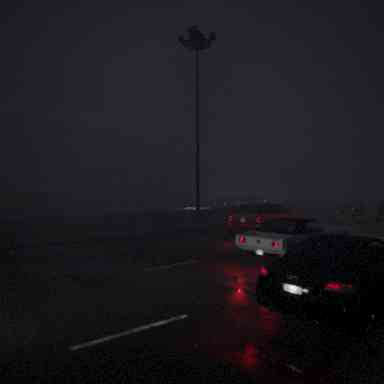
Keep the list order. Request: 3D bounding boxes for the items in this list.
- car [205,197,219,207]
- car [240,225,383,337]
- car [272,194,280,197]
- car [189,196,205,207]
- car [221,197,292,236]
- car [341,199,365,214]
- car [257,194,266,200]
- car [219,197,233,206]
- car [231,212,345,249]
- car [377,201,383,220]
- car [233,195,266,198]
[{"bbox_3d":[4.096,1.442,48.686,2.128,1.511,4.902,0,0,22],"label":"car"},{"bbox_3d":[3.170,1.545,6.724,4.181,1.385,1.994,0,0,-40],"label":"car"},{"bbox_3d":[19.806,1.306,78.209,1.882,1.535,5.008,0,0,14],"label":"car"},{"bbox_3d":[1.112,1.468,50.581,1.837,1.490,4.892,0,0,22],"label":"car"},{"bbox_3d":[3.858,1.323,16.937,2.097,1.767,4.553,0,0,45],"label":"car"},{"bbox_3d":[16.397,1.422,33.701,1.812,1.442,4.674,0,0,29],"label":"car"},{"bbox_3d":[17.467,1.323,83.176,1.994,1.385,4.181,0,0,14],"label":"car"},{"bbox_3d":[5.695,1.423,43.735,1.882,1.535,5.008,0,0,26],"label":"car"},{"bbox_3d":[3.739,1.576,11.826,4.718,1.301,1.895,0,0,-42],"label":"car"},{"bbox_3d":[15.706,1.382,25.948,1.882,1.535,5.008,0,0,34],"label":"car"},{"bbox_3d":[6.831,1.294,38.484,2.097,1.767,4.553,0,0,29],"label":"car"}]
